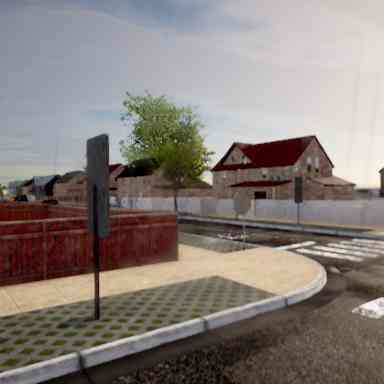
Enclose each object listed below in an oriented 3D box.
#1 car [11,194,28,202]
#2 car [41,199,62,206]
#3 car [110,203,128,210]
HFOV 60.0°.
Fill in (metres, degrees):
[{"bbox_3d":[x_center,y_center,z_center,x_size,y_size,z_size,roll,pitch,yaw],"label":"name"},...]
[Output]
[{"bbox_3d":[-40.257,1.603,78.363,2.150,2.045,5.566,-1,0,-37],"label":"car"},{"bbox_3d":[-19.450,1.741,45.903,1.837,1.490,4.892,-1,0,-37],"label":"car"},{"bbox_3d":[-7.221,1.670,29.371,2.033,1.411,5.357,-1,0,-37],"label":"car"}]
